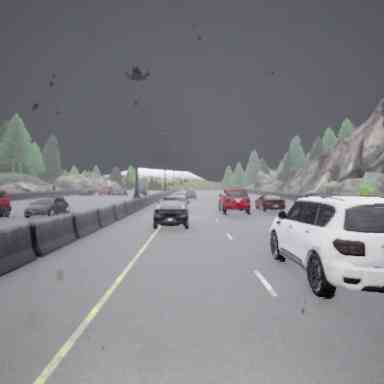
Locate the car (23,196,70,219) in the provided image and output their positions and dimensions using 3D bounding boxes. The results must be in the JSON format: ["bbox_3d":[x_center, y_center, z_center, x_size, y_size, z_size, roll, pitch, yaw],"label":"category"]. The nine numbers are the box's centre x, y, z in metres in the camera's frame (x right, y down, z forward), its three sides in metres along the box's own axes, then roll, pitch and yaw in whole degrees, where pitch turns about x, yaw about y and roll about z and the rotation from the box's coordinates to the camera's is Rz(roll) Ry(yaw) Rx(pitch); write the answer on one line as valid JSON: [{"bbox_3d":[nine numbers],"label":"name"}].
[{"bbox_3d":[-10.673,1.096,24.771,1.837,1.490,4.892,0,1,0],"label":"car"}]

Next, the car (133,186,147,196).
[{"bbox_3d":[-10.710,-0.211,68.908,2.150,2.045,5.566,0,1,0],"label":"car"}]

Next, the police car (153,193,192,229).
[{"bbox_3d":[-1.108,1.126,19.234,1.930,1.638,5.238,0,1,0],"label":"police car"}]

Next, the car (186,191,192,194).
[{"bbox_3d":[-1.139,0.946,29.322,1.801,1.575,5.366,0,1,0],"label":"car"}]

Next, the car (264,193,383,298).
[{"bbox_3d":[3.576,1.108,8.358,2.150,2.045,5.566,0,1,0],"label":"car"}]

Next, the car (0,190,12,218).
[{"bbox_3d":[-14.166,0.871,21.890,2.150,2.045,5.566,0,1,0],"label":"car"}]

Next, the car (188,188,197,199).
[{"bbox_3d":[-0.165,0.447,54.708,2.033,1.411,5.357,0,1,0],"label":"car"}]

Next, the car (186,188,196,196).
[{"bbox_3d":[-0.216,-0.076,71.250,1.882,1.535,5.008,0,1,0],"label":"car"}]

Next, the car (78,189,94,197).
[{"bbox_3d":[-21.203,0.151,66.705,2.033,1.411,5.357,0,1,0],"label":"car"}]

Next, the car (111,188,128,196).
[{"bbox_3d":[-14.206,0.164,66.841,1.994,1.385,4.181,0,1,0],"label":"car"}]

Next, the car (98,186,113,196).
[{"bbox_3d":[-17.710,-0.212,68.887,2.150,2.045,5.566,0,1,0],"label":"car"}]

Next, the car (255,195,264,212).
[{"bbox_3d":[7.009,0.951,30.176,1.882,1.535,5.008,0,1,0],"label":"car"}]

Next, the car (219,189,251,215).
[{"bbox_3d":[3.515,0.742,28.028,2.150,2.045,5.566,0,1,0],"label":"car"}]

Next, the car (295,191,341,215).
[{"bbox_3d":[10.514,0.870,28.175,2.097,1.767,4.553,0,1,0],"label":"car"}]
